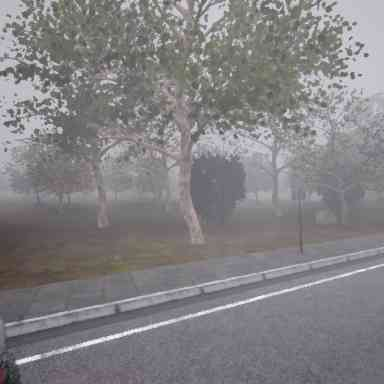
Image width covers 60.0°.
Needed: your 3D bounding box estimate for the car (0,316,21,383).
[{"bbox_3d":[-3.556,1.482,1.442,5.008,1.535,1.882,0,0,-36],"label":"car"}]
